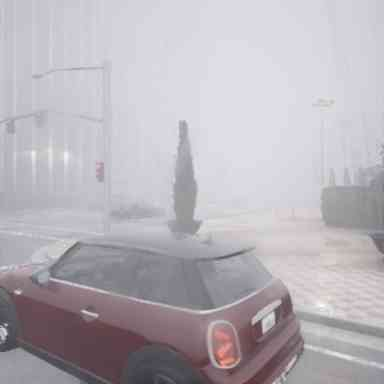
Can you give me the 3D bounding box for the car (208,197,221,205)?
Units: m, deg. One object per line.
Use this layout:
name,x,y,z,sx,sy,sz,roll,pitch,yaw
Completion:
car,4.534,1.507,57.058,1.994,1.385,4.181,0,0,35

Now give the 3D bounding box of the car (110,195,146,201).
car,-6.193,1.440,35.713,2.128,1.511,4.902,0,0,35

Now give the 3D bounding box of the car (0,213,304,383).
car,-0.945,1.346,4.642,4.553,1.767,2.097,0,0,36

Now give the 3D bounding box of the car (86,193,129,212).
car,-9.230,1.163,37.477,2.150,2.045,5.566,0,0,35

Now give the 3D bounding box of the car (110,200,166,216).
car,-4.224,1.564,26.219,1.895,1.301,4.718,0,0,37

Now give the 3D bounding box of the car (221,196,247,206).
car,7.420,1.442,55.079,2.128,1.511,4.902,0,0,35
